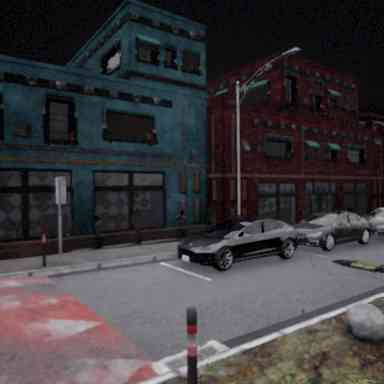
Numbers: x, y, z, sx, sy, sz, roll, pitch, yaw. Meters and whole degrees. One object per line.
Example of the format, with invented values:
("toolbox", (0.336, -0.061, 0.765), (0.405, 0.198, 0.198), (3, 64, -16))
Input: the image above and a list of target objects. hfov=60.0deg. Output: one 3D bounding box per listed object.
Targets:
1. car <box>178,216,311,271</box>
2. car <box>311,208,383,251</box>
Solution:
("car", (1.748, 1.669, 11.804), (4.792, 1.488, 2.163), (0, 0, -36))
("car", (6.262, 1.634, 15.047), (4.892, 1.521, 2.231), (0, 0, -36))
